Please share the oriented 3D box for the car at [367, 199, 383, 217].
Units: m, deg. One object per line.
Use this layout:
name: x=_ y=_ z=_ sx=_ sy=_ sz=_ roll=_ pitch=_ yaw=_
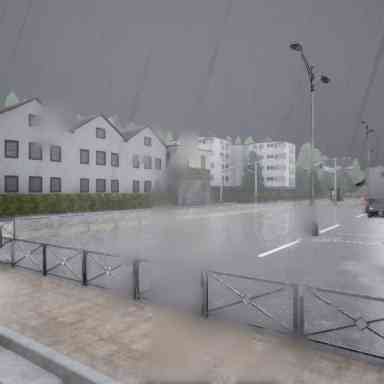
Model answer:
car: x=15.439 y=1.298 z=26.800 sx=2.007 sy=1.523 sz=4.514 roll=0 pitch=0 yaw=35
